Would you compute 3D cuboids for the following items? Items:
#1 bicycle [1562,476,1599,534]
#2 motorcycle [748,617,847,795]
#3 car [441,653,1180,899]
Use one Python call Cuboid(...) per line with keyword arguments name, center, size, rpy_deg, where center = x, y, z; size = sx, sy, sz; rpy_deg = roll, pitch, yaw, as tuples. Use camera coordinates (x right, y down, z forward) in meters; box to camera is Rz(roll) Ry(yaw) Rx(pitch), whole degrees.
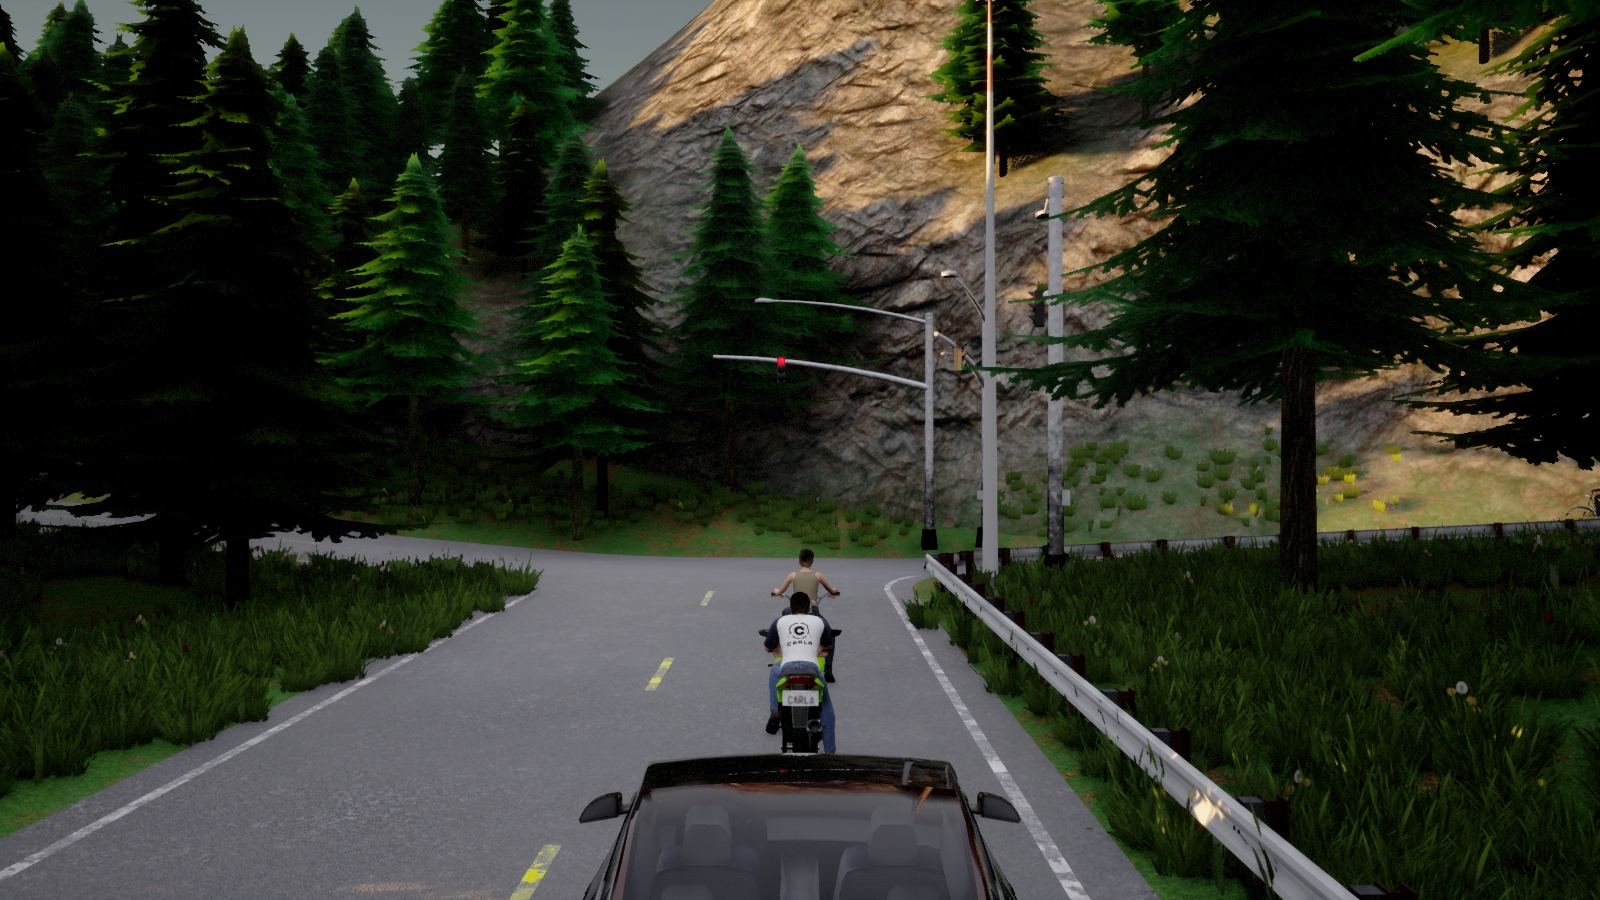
Cuboid(name="bicycle", center=(21.053, 1.414, 29.803), size=(1.835, 1.471, 0.329), rpy_deg=(-5, -2, 26))
Cuboid(name="motorcycle", center=(-0.020, 2.213, 10.238), size=(0.803, 1.145, 2.033), rpy_deg=(0, 0, 0))
Cuboid(name="car", center=(0.029, 2.063, 5.012), size=(2.163, 1.488, 4.792), rpy_deg=(0, 0, 0))
